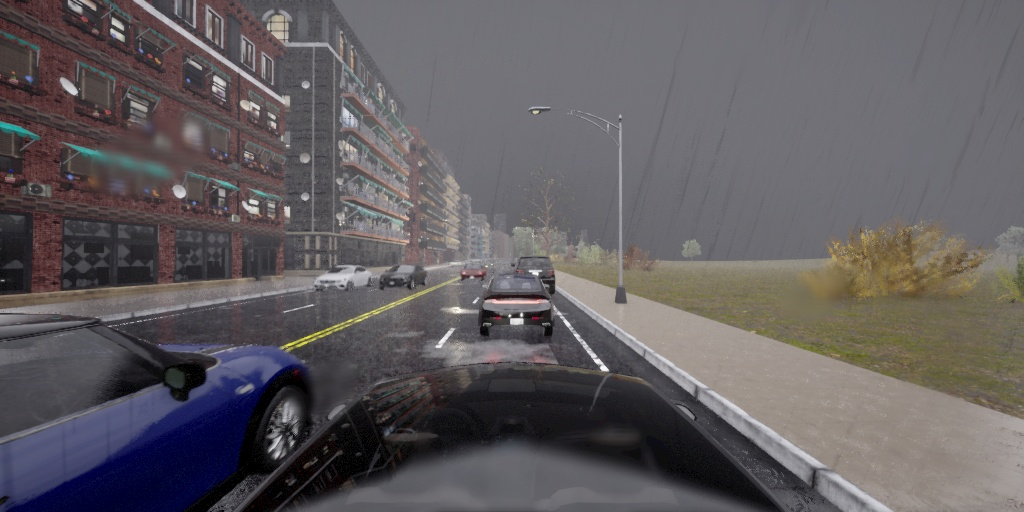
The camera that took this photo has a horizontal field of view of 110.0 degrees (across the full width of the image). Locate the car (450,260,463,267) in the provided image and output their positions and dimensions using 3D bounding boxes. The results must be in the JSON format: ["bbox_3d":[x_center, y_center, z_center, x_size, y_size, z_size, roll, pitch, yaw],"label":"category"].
[{"bbox_3d":[-9.763,1.350,63.591,1.895,1.301,4.718,0,0,1],"label":"car"}]

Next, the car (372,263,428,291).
[{"bbox_3d":[-6.585,1.230,22.188,1.882,1.535,5.008,0,0,0],"label":"car"}]

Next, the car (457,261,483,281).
[{"bbox_3d":[-3.127,1.352,30.218,1.895,1.301,4.718,0,0,0],"label":"car"}]

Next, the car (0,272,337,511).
[{"bbox_3d":[-3.149,1.103,1.954,2.097,1.767,4.553,0,0,0],"label":"car"}]

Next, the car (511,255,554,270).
[{"bbox_3d":[1.151,0.977,20.268,2.150,2.045,5.566,0,0,0],"label":"car"}]

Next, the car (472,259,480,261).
[{"bbox_3d":[-6.508,1.275,64.700,1.812,1.442,4.674,0,0,1],"label":"car"}]

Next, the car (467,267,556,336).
[{"bbox_3d":[0.107,1.243,10.399,2.128,1.511,4.902,0,0,0],"label":"car"}]

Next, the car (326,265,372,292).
[{"bbox_3d":[-9.823,1.278,21.314,1.812,1.442,4.674,0,0,0],"label":"car"}]
